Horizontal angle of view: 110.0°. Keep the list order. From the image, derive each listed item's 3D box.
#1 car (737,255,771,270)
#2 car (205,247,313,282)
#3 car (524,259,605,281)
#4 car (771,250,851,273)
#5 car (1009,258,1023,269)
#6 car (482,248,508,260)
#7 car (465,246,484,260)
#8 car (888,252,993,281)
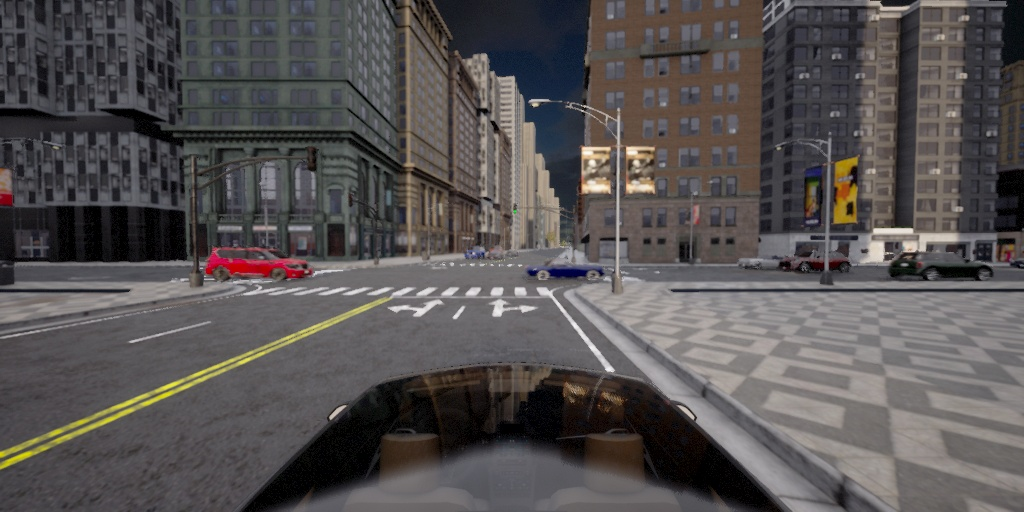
[{"bbox_3d":[22.598,0.518,31.527,4.718,1.301,1.895,0,2,0],"label":"car"},{"bbox_3d":[-15.099,0.532,21.525,5.566,2.045,2.150,1,2,0],"label":"car"},{"bbox_3d":[3.137,0.803,21.604,4.718,1.301,1.895,0,2,0],"label":"car"},{"bbox_3d":[23.714,0.360,28.274,4.553,1.767,2.097,0,2,0],"label":"car"},{"bbox_3d":[47.533,0.457,31.540,5.357,1.411,2.033,0,2,0],"label":"car"},{"bbox_3d":[-2.500,-0.152,55.038,2.033,1.411,5.357,0,2,10],"label":"car"},{"bbox_3d":[-5.660,-0.499,55.823,2.150,2.045,5.566,0,1,10],"label":"car"},{"bbox_3d":[25.843,0.544,21.689,4.553,1.767,2.097,0,2,0],"label":"car"}]
